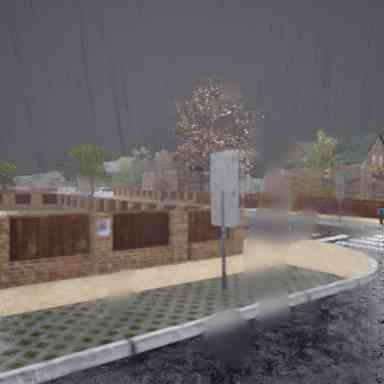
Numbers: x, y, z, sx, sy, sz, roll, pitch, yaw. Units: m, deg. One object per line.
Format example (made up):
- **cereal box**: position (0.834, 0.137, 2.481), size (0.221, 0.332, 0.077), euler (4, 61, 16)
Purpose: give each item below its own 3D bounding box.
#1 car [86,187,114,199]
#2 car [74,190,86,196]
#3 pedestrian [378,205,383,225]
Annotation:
- **car**: position (-13.485, 0.329, 49.705), size (2.150, 2.045, 5.566), euler (-1, 2, -34)
- **car**: position (-19.314, 0.411, 58.138), size (2.128, 1.511, 4.902), euler (-1, 2, -33)
- **pedestrian**: position (11.010, 1.346, 19.315), size (0.500, 1.100, 0.500), euler (0, 0, -35)
